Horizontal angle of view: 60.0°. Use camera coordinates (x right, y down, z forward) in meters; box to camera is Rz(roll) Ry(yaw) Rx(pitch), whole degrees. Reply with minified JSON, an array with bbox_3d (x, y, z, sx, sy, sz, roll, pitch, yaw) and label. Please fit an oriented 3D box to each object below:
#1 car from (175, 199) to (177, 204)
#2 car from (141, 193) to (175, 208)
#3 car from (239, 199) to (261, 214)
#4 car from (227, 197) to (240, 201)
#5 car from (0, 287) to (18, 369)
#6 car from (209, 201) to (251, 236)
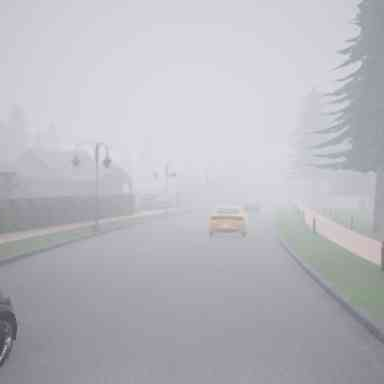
[{"bbox_3d":[-4.402,1.124,45.391,4.605,1.855,1.932,0,0,15],"label":"car"},{"bbox_3d":[-4.676,1.124,42.862,3.866,1.878,1.905,0,0,15],"label":"car"},{"bbox_3d":[6.606,1.645,36.555,1.895,1.301,4.718,0,0,15],"label":"car"},{"bbox_3d":[6.419,1.550,49.677,1.837,1.490,4.892,0,0,15],"label":"car"},{"bbox_3d":[-3.359,1.535,2.743,1.994,1.385,4.181,0,0,2],"label":"car"},{"bbox_3d":[2.133,1.490,18.596,1.882,1.535,5.008,0,0,11],"label":"car"}]
